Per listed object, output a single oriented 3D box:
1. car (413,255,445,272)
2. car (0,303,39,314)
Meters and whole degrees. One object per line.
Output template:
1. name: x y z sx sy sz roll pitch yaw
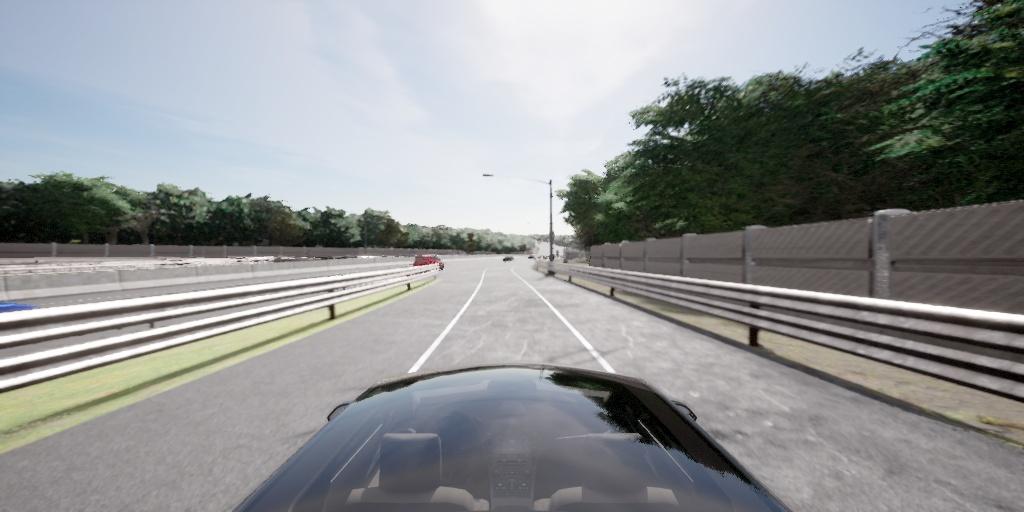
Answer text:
1. car: -10.544 0.932 45.896 2.150 2.045 5.566 0 1 13
2. car: -18.564 1.993 11.102 1.882 1.535 5.008 0 2 13
